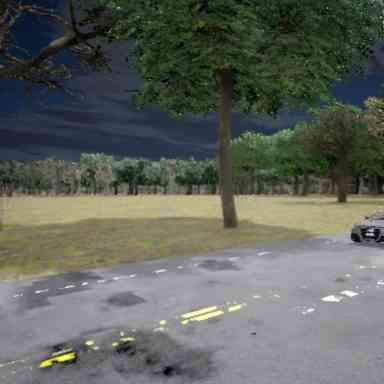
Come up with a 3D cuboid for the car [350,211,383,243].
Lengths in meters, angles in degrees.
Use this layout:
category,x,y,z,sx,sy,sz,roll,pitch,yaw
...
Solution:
category,x,y,z,sx,sy,sz,roll,pitch,yaw
car,8.861,1.539,14.747,4.181,1.385,1.994,0,0,-36
